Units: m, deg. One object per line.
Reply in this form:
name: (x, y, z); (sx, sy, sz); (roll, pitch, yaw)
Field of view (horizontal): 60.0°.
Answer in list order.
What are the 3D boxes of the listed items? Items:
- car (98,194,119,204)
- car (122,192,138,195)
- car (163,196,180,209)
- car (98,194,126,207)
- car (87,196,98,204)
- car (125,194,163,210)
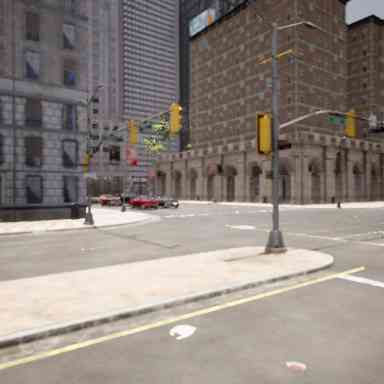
car: (-14.886, 1.185, 59.141); (2.097, 1.767, 4.553); (-1, 0, -35)
car: (-9.204, 1.055, 51.009); (2.150, 2.045, 5.566); (-1, 0, -35)
car: (-3.466, 1.325, 42.978); (2.128, 1.511, 4.902); (-1, 0, -36)
car: (-11.673, 1.424, 48.439); (1.994, 1.385, 4.181); (-1, 0, -35)
car: (-17.718, 1.407, 57.057); (2.033, 1.411, 5.357); (-1, 0, -35)
car: (-5.864, 1.338, 40.318); (1.882, 1.535, 5.008); (-1, 0, -36)
